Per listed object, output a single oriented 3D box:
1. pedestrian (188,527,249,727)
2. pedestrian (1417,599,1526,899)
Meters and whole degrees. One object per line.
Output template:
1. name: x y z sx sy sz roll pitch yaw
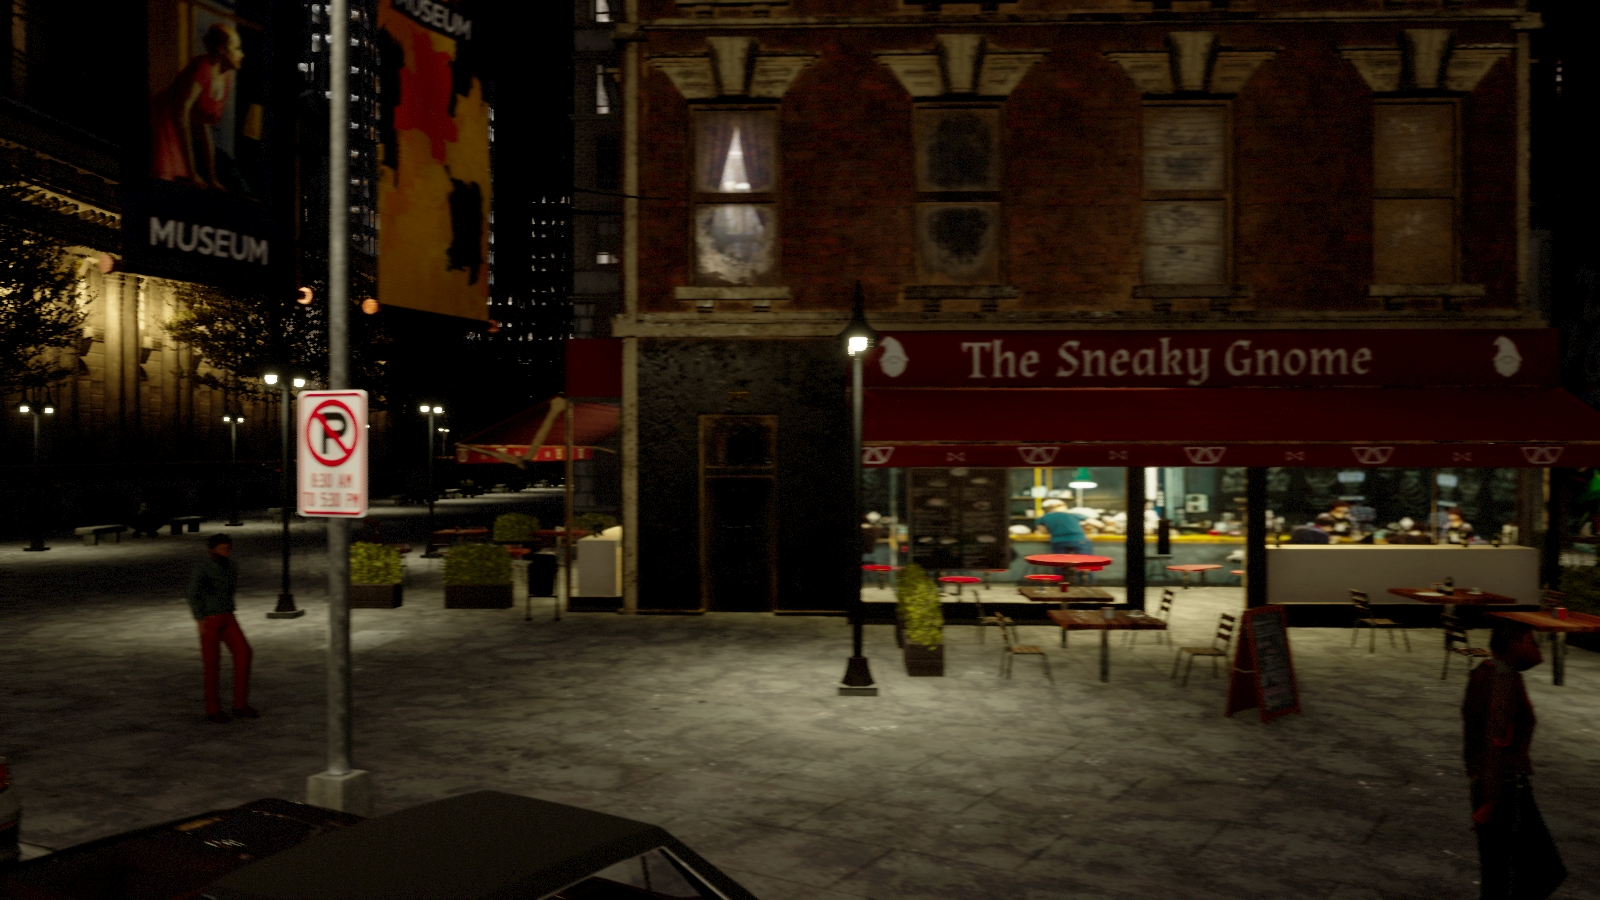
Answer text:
1. pedestrian: -5.621 1.693 11.055 0.375 1.860 0.375 0 0 25
2. pedestrian: 3.302 1.696 5.633 0.375 1.860 0.375 0 0 15
